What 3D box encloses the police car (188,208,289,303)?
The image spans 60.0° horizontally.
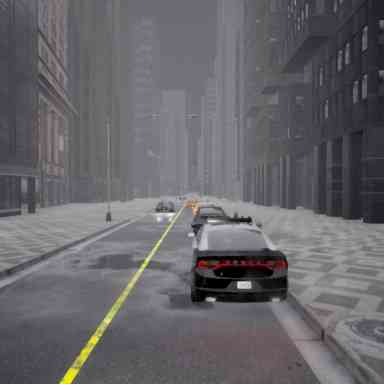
[{"bbox_3d":[0.927,1.426,8.411,1.930,1.638,5.238,0,0,0],"label":"police car"}]

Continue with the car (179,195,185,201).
[{"bbox_3d":[-2.681,1.619,91.191,1.882,1.535,5.008,0,0,0],"label":"car"}]

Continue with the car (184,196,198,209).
[{"bbox_3d":[0.189,1.529,47.070,1.882,1.535,5.008,0,0,1],"label":"car"}]

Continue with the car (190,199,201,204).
[{"bbox_3d":[0.983,1.495,24.303,1.882,1.535,5.008,0,0,0],"label":"car"}]

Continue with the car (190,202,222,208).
[{"bbox_3d":[0.962,1.514,18.302,1.837,1.490,4.892,0,0,0],"label":"car"}]

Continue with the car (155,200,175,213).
[{"bbox_3d":[-2.970,1.600,37.446,1.994,1.385,4.181,0,0,0],"label":"car"}]
